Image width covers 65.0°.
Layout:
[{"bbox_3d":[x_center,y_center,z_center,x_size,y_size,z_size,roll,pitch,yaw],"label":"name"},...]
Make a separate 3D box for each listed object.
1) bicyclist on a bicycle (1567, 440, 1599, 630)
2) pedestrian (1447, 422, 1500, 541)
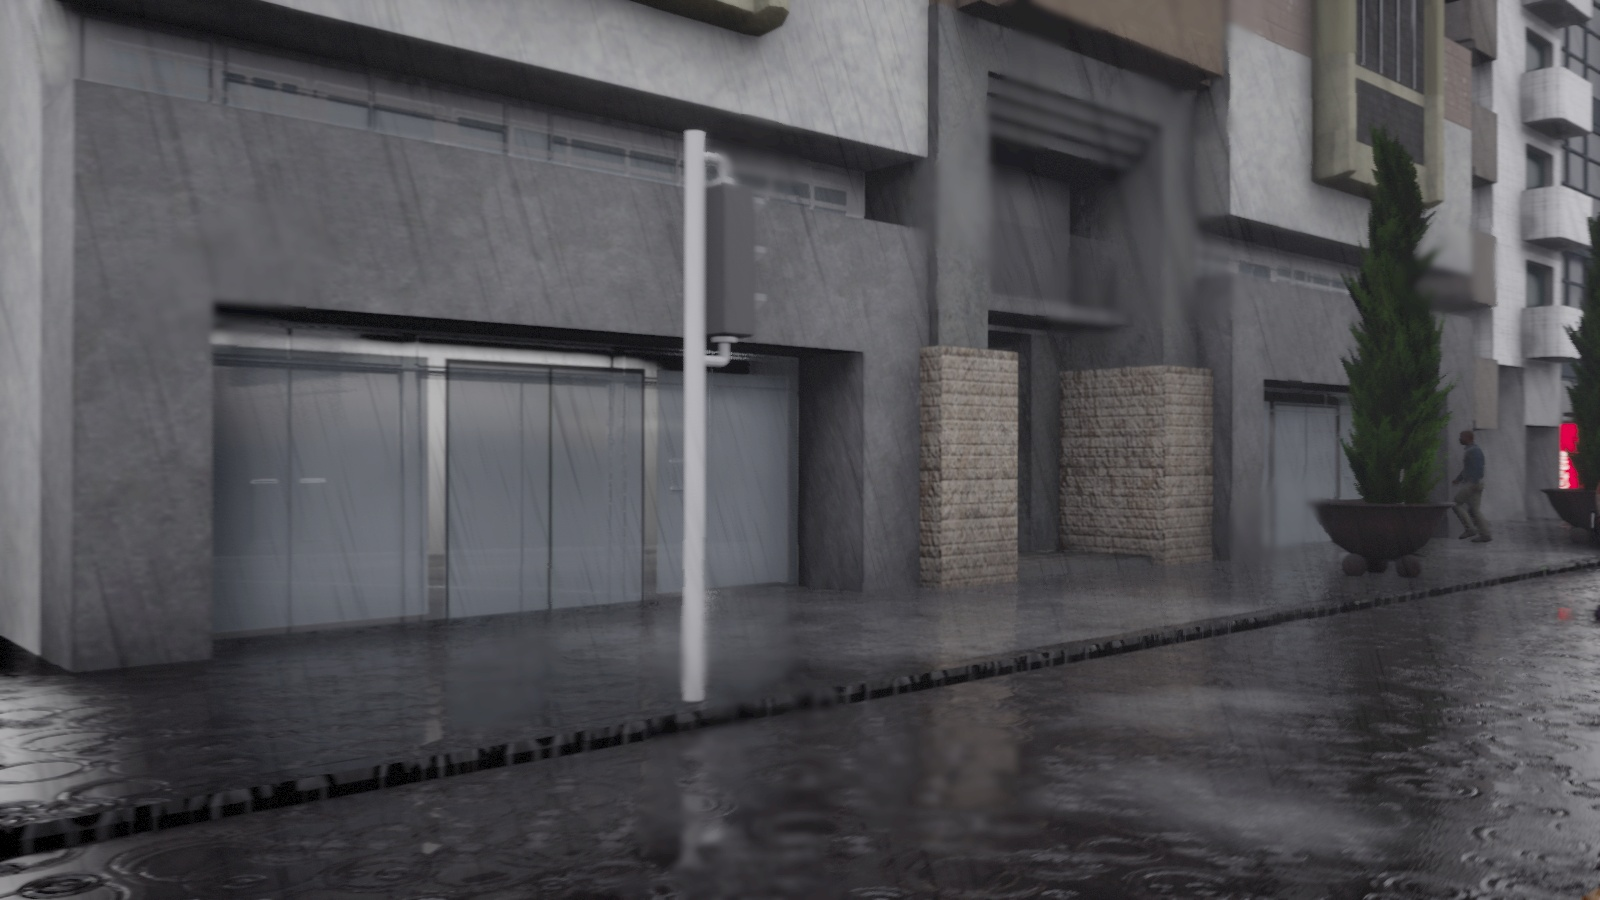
[{"bbox_3d":[7.444,0.717,11.183,1.656,1.620,0.582,0,0,-42],"label":"bicyclist on a bicycle"},{"bbox_3d":[10.607,0.494,19.779,0.726,1.835,0.370,0,0,28],"label":"pedestrian"}]
